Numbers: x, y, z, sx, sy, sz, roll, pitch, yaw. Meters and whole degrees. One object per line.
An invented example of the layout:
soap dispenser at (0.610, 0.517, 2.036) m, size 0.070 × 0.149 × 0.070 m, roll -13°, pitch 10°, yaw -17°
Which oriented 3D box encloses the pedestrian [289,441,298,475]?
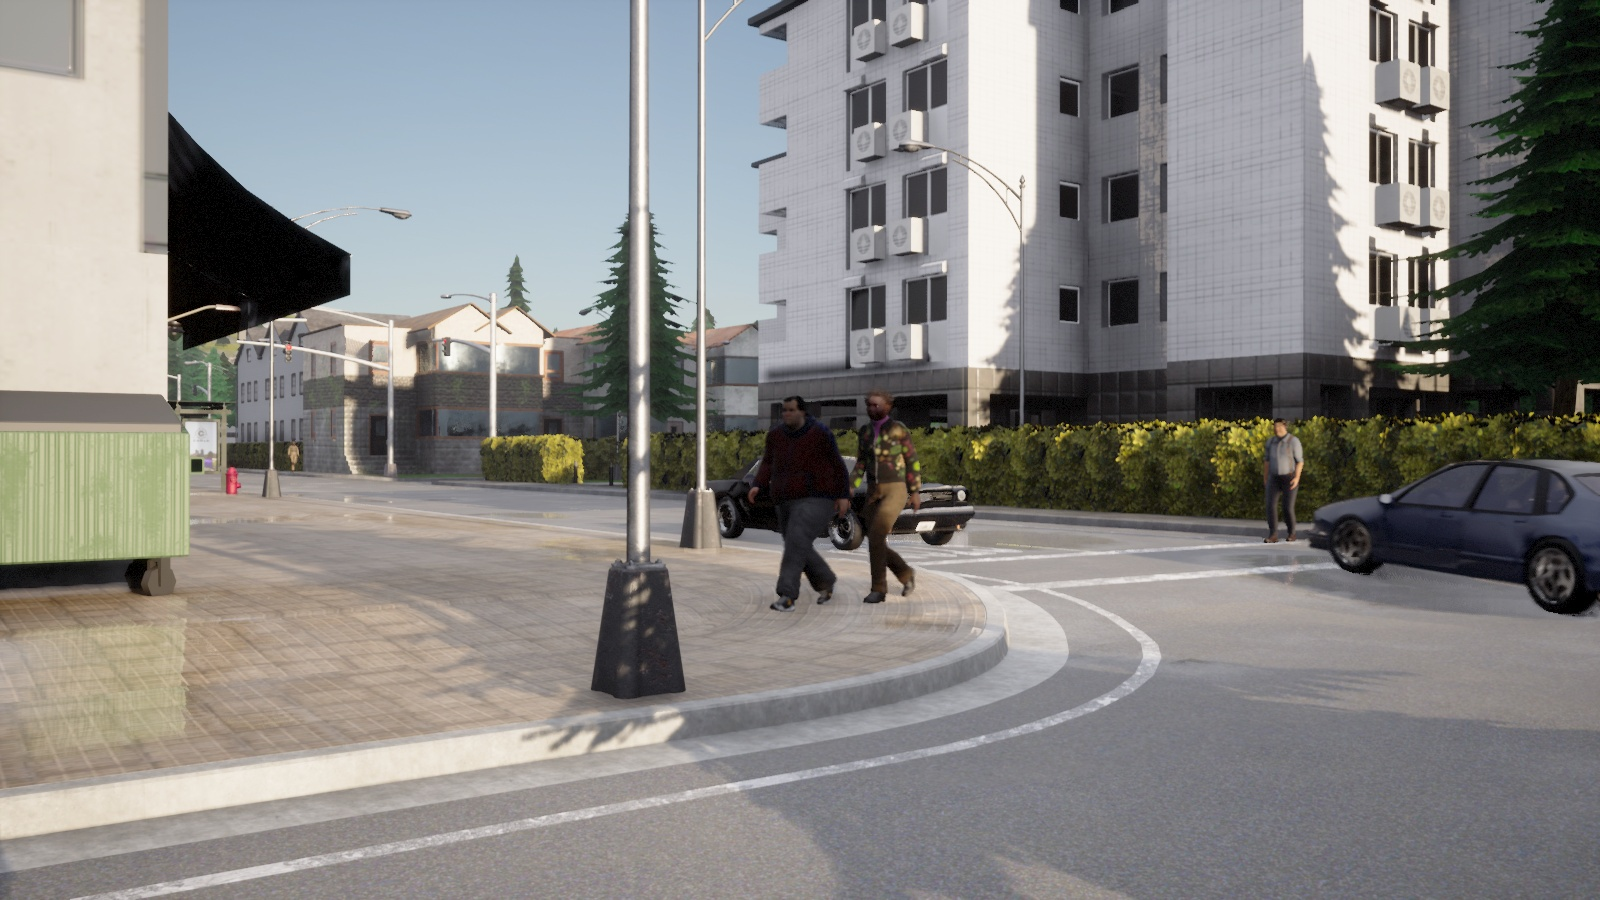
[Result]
pedestrian at (-28.591, 0.450, 70.858) m, size 0.396 × 1.930 × 0.692 m, roll 0°, pitch 0°, yaw -30°

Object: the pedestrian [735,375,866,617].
pedestrian at (0.015, 0.353, 10.134) m, size 0.634 × 1.844 × 0.899 m, roll 0°, pitch 0°, yaw 37°

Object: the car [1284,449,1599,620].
car at (7.511, 0.762, 13.052) m, size 2.033 × 1.411 × 5.357 m, roll 2°, pitch 1°, yaw -11°

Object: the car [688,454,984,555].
car at (0.369, 0.708, 18.579) m, size 1.895 × 1.301 × 4.718 m, roll 0°, pitch 0°, yaw -36°

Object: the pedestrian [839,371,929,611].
pedestrian at (0.705, 0.330, 10.466) m, size 0.395 × 1.930 × 0.692 m, roll 0°, pitch 0°, yaw 43°

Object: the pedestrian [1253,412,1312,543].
pedestrian at (6.987, 0.387, 18.190) m, size 0.694 × 1.848 × 0.540 m, roll 0°, pitch 0°, yaw -44°
